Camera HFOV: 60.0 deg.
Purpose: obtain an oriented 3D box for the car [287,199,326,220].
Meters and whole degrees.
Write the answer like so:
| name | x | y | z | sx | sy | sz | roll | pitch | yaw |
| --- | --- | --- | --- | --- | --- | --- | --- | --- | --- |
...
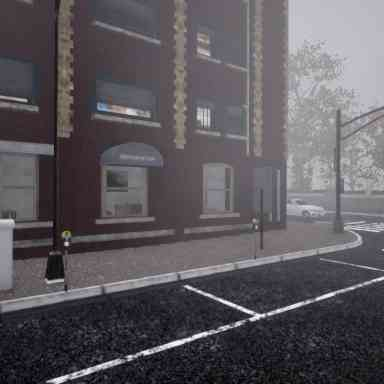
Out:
| name | x | y | z | sx | sy | sz | roll | pitch | yaw |
| --- | --- | --- | --- | --- | --- | --- | --- | --- | --- |
| car | 8.019 | 1.256 | 25.821 | 1.812 | 1.442 | 4.674 | 0 | 1 | -36 |
